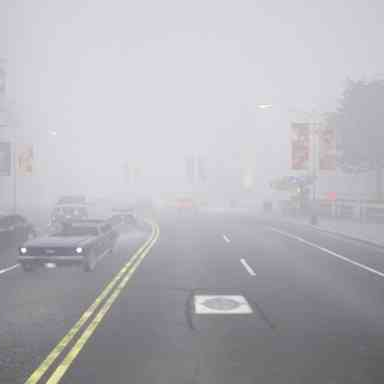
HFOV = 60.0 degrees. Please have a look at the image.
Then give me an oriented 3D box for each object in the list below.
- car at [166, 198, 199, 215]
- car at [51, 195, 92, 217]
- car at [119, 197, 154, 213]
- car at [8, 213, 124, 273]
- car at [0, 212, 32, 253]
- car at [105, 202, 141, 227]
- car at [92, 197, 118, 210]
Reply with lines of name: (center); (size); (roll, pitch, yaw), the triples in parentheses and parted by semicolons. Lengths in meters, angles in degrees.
car: (-1.045, 1.349, 33.927); (2.097, 1.767, 4.553); (0, 0, -24)
car: (-8.493, 1.220, 23.622); (2.150, 2.045, 5.566); (0, 0, -15)
car: (-5.850, 1.349, 35.804); (2.097, 1.767, 4.553); (0, 0, -31)
car: (-3.723, 1.600, 10.854); (1.895, 1.301, 4.718); (0, 0, -1)
car: (-7.252, 1.506, 11.822); (1.837, 1.490, 4.892); (0, 0, -2)
car: (-4.724, 1.599, 22.702); (1.895, 1.301, 4.718); (0, 0, -12)
car: (-12.241, 1.501, 44.094); (4.892, 1.490, 1.837); (0, 0, 44)
